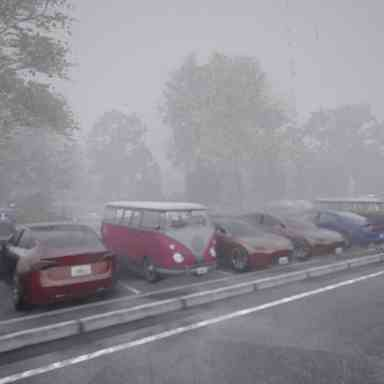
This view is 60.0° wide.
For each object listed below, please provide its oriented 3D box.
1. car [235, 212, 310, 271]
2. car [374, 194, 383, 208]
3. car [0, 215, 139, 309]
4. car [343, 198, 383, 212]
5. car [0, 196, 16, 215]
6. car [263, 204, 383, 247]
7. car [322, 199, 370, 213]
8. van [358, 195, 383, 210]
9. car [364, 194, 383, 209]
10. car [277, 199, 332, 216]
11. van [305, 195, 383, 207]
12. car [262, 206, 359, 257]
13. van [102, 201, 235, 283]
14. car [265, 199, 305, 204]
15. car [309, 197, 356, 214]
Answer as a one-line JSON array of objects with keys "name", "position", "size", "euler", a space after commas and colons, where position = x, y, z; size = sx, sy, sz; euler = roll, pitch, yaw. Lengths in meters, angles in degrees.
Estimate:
[{"name": "car", "position": [1.182, 1.521, 11.296], "size": [2.163, 1.488, 4.792], "euler": [0, 0, -36]}, {"name": "car", "position": [29.551, 1.361, 47.669], "size": [2.435, 2.045, 5.566], "euler": [0, 0, -36]}, {"name": "car", "position": [-3.413, 1.505, 8.081], "size": [2.163, 1.488, 4.792], "euler": [0, 0, -36]}, {"name": "car", "position": [22.653, 1.591, 42.998], "size": [1.946, 1.575, 5.366], "euler": [0, 0, -36]}, {"name": "car", "position": [-11.285, 1.225, 18.461], "size": [2.435, 2.045, 5.566], "euler": [0, 0, -36]}, {"name": "car", "position": [5.728, 1.507, 14.577], "size": [2.097, 1.535, 5.008], "euler": [0, 0, -36]}, {"name": "car", "position": [18.262, 1.608, 39.594], "size": [2.163, 1.488, 4.792], "euler": [0, 0, -36]}, {"name": "van", "position": [24.950, 1.376, 44.556], "size": [1.878, 1.987, 4.442], "euler": [0, 0, -36]}, {"name": "car", "position": [27.260, 1.358, 46.100], "size": [2.435, 2.045, 5.566], "euler": [0, 0, -36]}, {"name": "car", "position": [11.580, 1.552, 34.622], "size": [1.946, 1.575, 5.366], "euler": [0, 0, -36]}, {"name": "van", "position": [8.073, 1.289, 16.117], "size": [1.878, 1.987, 4.442], "euler": [0, 0, -36]}, {"name": "car", "position": [3.462, 1.529, 12.926], "size": [2.163, 1.488, 4.792], "euler": [0, 0, -36]}, {"name": "van", "position": [-1.047, 1.258, 9.594], "size": [1.878, 1.987, 4.442], "euler": [0, 0, -36]}, {"name": "car", "position": [9.211, 1.548, 33.162], "size": [2.231, 1.521, 4.892], "euler": [0, 0, -36]}, {"name": "car", "position": [15.969, 1.445, 38.027], "size": [2.185, 1.767, 4.553], "euler": [0, 0, -36]}]
